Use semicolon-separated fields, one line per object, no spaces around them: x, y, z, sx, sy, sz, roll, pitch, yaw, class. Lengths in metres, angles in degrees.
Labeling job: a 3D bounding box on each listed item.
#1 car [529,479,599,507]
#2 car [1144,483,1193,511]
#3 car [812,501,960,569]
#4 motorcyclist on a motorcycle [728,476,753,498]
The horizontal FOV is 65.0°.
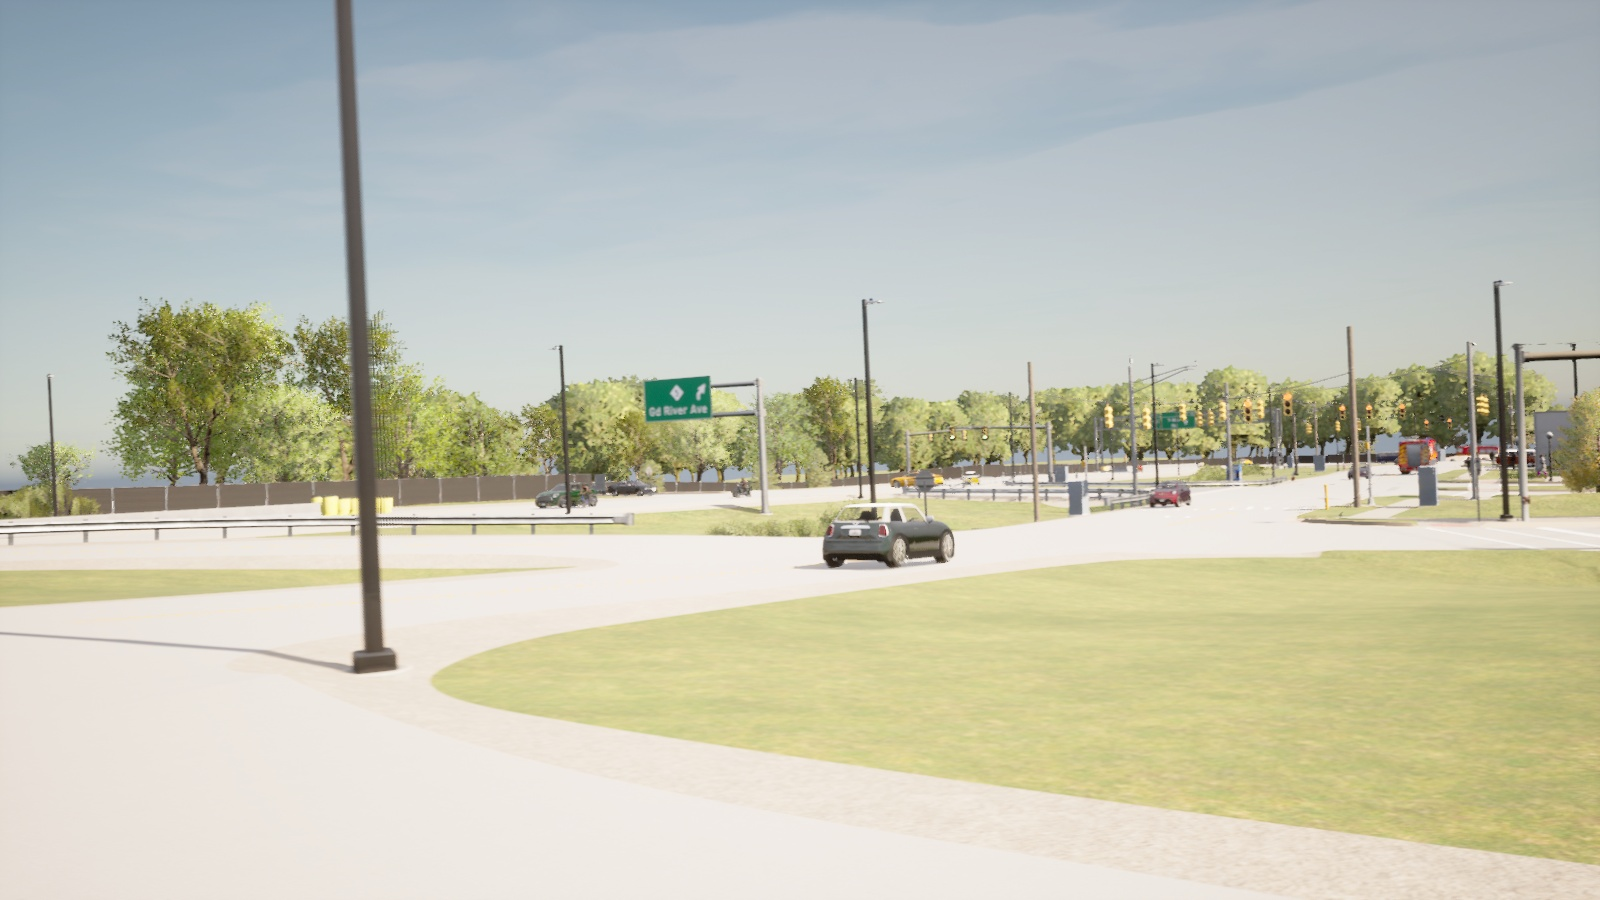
-15.877;2.884;84.702;2.097;1.767;4.553;-2;-1;31;car
21.200;2.699;72.148;1.845;1.501;3.633;-2;-1;31;car
2.109;1.967;29.788;1.970;1.475;3.806;-2;-3;31;car
-4.569;2.842;96.625;0.766;1.649;2.350;-2;-1;31;motorcyclist on a motorcycle
